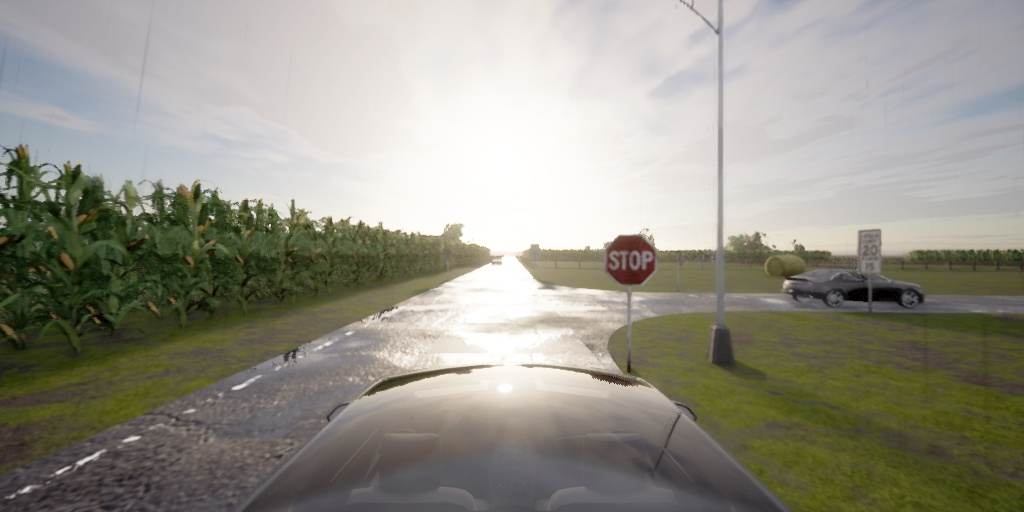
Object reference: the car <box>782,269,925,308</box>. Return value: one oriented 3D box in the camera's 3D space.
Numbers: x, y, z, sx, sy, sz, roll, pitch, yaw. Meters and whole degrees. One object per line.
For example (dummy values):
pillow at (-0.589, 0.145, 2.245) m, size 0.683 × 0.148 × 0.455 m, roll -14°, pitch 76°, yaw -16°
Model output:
car at (14.060, 1.292, 14.907) m, size 4.902 × 1.511 × 2.128 m, roll 0°, pitch 0°, yaw 1°
